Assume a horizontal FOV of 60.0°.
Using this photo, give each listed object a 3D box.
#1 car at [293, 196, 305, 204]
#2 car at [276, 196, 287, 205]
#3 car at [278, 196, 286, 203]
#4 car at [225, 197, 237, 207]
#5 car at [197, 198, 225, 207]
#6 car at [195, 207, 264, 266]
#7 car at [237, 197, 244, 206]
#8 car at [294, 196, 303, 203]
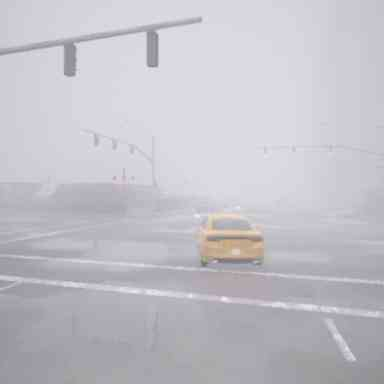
[{"bbox_3d":[21.641,1.694,66.916,2.033,1.411,5.357,0,0,16],"label":"car"},{"bbox_3d":[16.153,1.602,60.127,1.882,1.535,5.008,0,0,16],"label":"car"},{"bbox_3d":[21.131,1.687,77.821,1.812,1.442,4.674,0,0,16],"label":"car"},{"bbox_3d":[4.711,1.590,46.333,1.812,1.442,4.674,0,0,17],"label":"car"},{"bbox_3d":[1.874,1.590,36.489,2.033,1.411,5.357,0,0,16],"label":"car"},{"bbox_3d":[1.154,1.517,11.743,1.882,1.535,5.008,1,0,-2],"label":"car"},{"bbox_3d":[7.656,1.577,56.339,2.128,1.511,4.902,0,0,16],"label":"car"},{"bbox_3d":[24.483,1.653,76.810,1.882,1.535,5.008,0,0,16],"label":"car"}]
